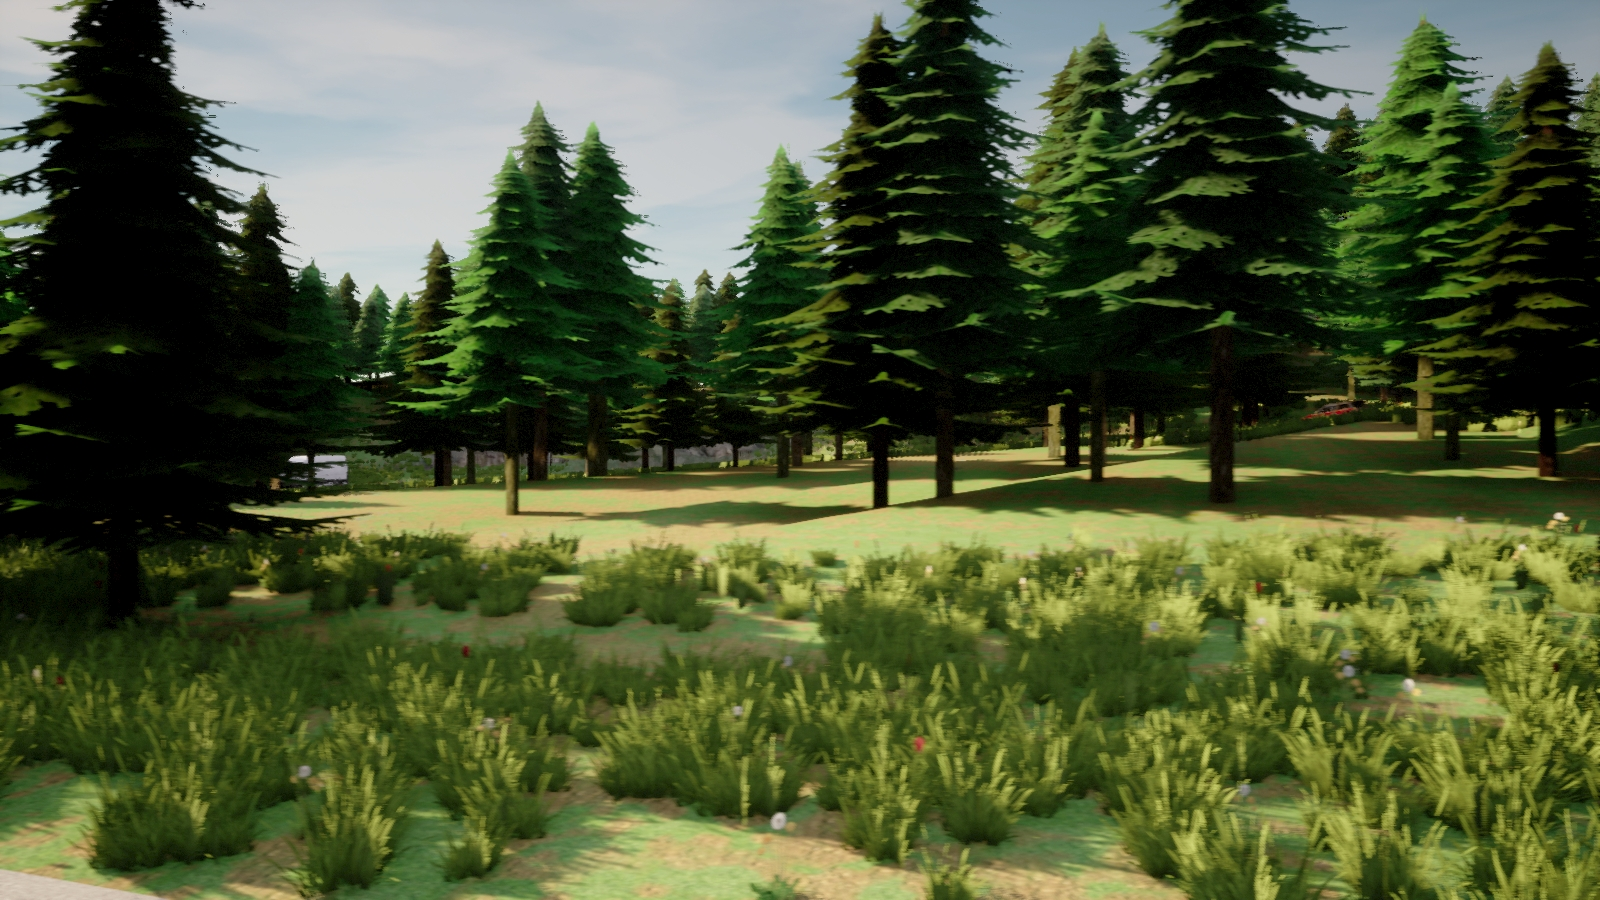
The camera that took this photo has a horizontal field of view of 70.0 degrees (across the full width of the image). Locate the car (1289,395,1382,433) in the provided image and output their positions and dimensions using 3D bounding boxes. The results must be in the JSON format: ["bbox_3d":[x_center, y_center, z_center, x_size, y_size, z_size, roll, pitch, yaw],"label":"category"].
[{"bbox_3d":[31.609,-2.092,67.536,2.097,1.767,4.553,0,-5,-26],"label":"car"}]
